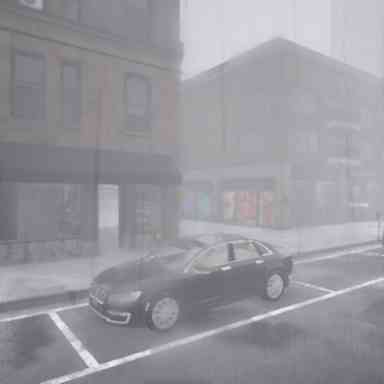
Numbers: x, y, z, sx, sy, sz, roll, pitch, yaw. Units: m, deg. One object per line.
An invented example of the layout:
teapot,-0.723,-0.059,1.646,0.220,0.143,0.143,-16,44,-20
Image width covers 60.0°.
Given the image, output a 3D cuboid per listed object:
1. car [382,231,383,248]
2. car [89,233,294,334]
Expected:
car,9.200,1.556,13.094,4.507,1.381,1.887,0,0,-36
car,0.204,1.554,6.677,4.403,1.369,2.008,0,0,-36
